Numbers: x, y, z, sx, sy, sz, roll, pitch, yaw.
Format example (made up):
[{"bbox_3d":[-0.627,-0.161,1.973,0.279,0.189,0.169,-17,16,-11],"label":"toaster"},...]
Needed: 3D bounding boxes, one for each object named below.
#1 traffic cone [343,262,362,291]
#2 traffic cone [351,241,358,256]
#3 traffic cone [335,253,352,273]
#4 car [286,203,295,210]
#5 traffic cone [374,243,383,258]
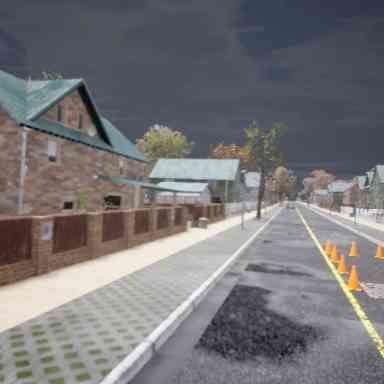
[{"bbox_3d":[4.236,2.232,8.718,0.340,0.580,0.340,2,-1,17],"label":"traffic cone"},{"bbox_3d":[6.897,2.404,14.185,0.340,0.580,0.340,2,-1,17],"label":"traffic cone"},{"bbox_3d":[4.804,2.276,10.635,0.340,0.580,0.340,2,-1,17],"label":"traffic cone"},{"bbox_3d":[23.084,3.264,77.825,2.128,1.511,4.902,2,-1,17],"label":"car"},{"bbox_3d":[7.855,2.443,13.900,0.340,0.580,0.340,2,-1,17],"label":"traffic cone"}]
